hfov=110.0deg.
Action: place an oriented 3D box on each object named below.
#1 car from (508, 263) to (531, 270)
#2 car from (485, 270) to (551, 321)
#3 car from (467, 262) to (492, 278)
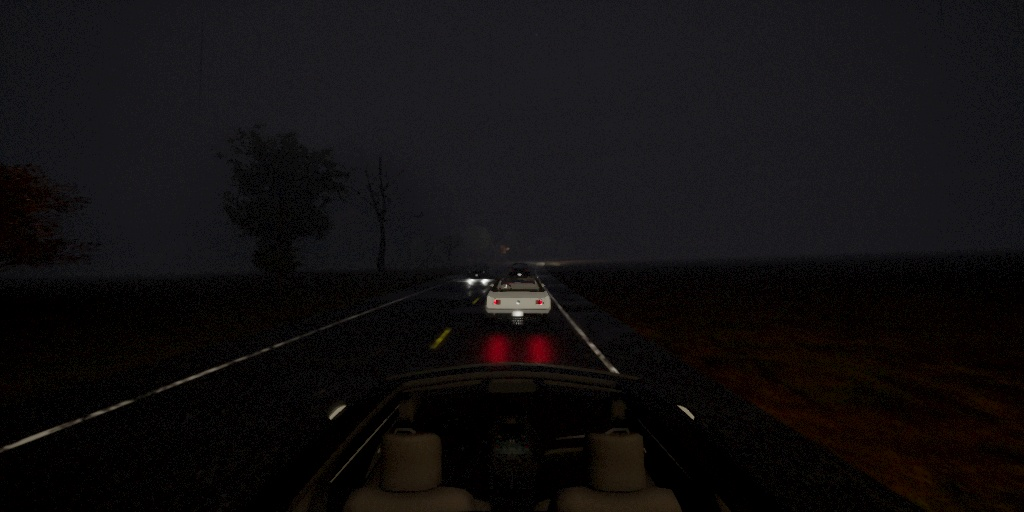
[{"bbox_3d":[0.649,1.269,30.096,1.812,1.442,4.674,0,0,2],"label":"car"},{"bbox_3d":[0.193,1.349,12.420,1.895,1.301,4.718,0,0,1],"label":"car"},{"bbox_3d":[-2.933,1.287,33.397,2.033,1.411,5.357,0,0,2],"label":"car"}]
